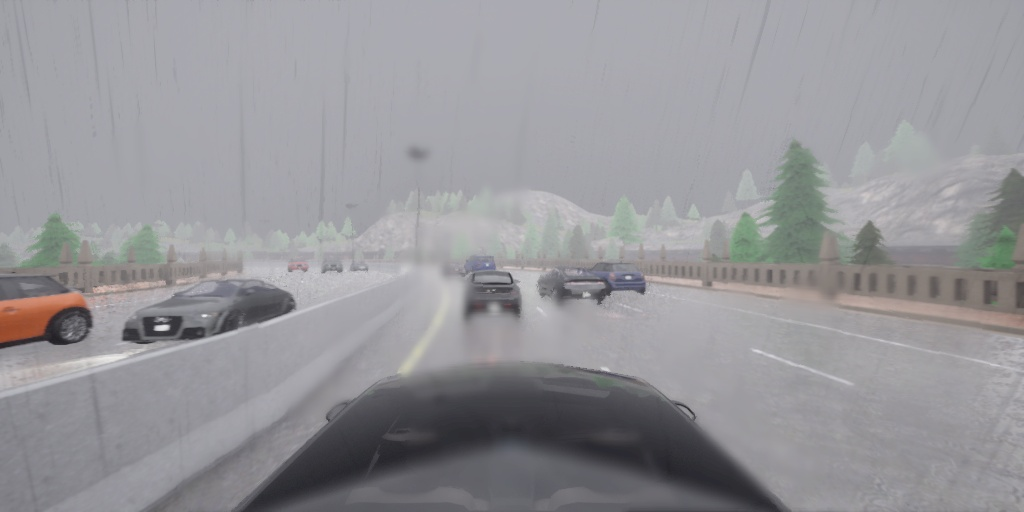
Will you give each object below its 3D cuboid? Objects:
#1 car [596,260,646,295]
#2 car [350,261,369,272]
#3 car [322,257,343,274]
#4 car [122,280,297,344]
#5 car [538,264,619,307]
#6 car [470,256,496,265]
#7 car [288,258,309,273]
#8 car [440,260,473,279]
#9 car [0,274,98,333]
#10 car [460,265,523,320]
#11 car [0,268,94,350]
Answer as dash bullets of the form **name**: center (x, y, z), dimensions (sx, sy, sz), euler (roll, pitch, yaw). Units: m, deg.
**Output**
- **car**: center (5.273, 1.063, 19.414), dimensions (2.097, 1.767, 4.553), euler (0, 0, -10)
- **car**: center (-20.830, 1.414, 48.924), dimensions (2.128, 1.511, 4.902), euler (0, 0, -31)
- **car**: center (-22.749, 1.156, 45.374), dimensions (2.150, 2.045, 5.566), euler (0, 0, -30)
- **car**: center (-7.653, 1.343, 9.621), dimensions (1.994, 1.385, 4.181), euler (0, 0, -6)
- **car**: center (2.401, 1.219, 15.370), dimensions (2.128, 1.511, 4.902), euler (0, 0, -8)
- **car**: center (-3.353, 0.987, 37.556), dimensions (2.150, 2.045, 5.566), euler (0, 0, -21)
- **car**: center (-29.714, 1.234, 49.812), dimensions (2.150, 2.045, 5.566), euler (0, 0, -35)
- **car**: center (-5.459, 1.325, 33.276), dimensions (2.033, 1.411, 5.357), euler (0, 0, -19)
- **car**: center (-14.667, 1.338, 9.732), dimensions (1.812, 1.442, 4.674), euler (0, 0, -7)
- **car**: center (-0.753, 1.249, 12.676), dimensions (1.837, 1.490, 4.892), euler (0, 0, -6)
- **car**: center (-10.909, 1.146, 6.523), dimensions (2.097, 1.767, 4.553), euler (0, 0, -4)
